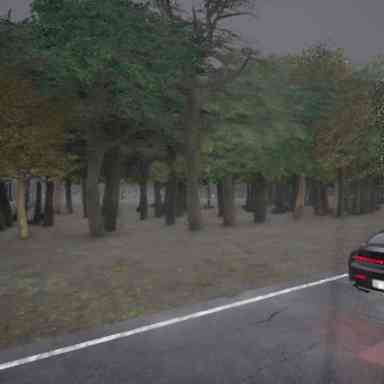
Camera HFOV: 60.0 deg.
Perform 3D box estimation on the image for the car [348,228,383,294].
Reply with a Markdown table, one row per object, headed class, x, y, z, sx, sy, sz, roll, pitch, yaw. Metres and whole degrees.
| class | x | y | z | sx | sy | sz | roll | pitch | yaw |
| --- | --- | --- | --- | --- | --- | --- | --- | --- | --- |
| car | 5.538 | 1.502 | 7.689 | 4.892 | 1.490 | 1.837 | 0 | 0 | -36 |
